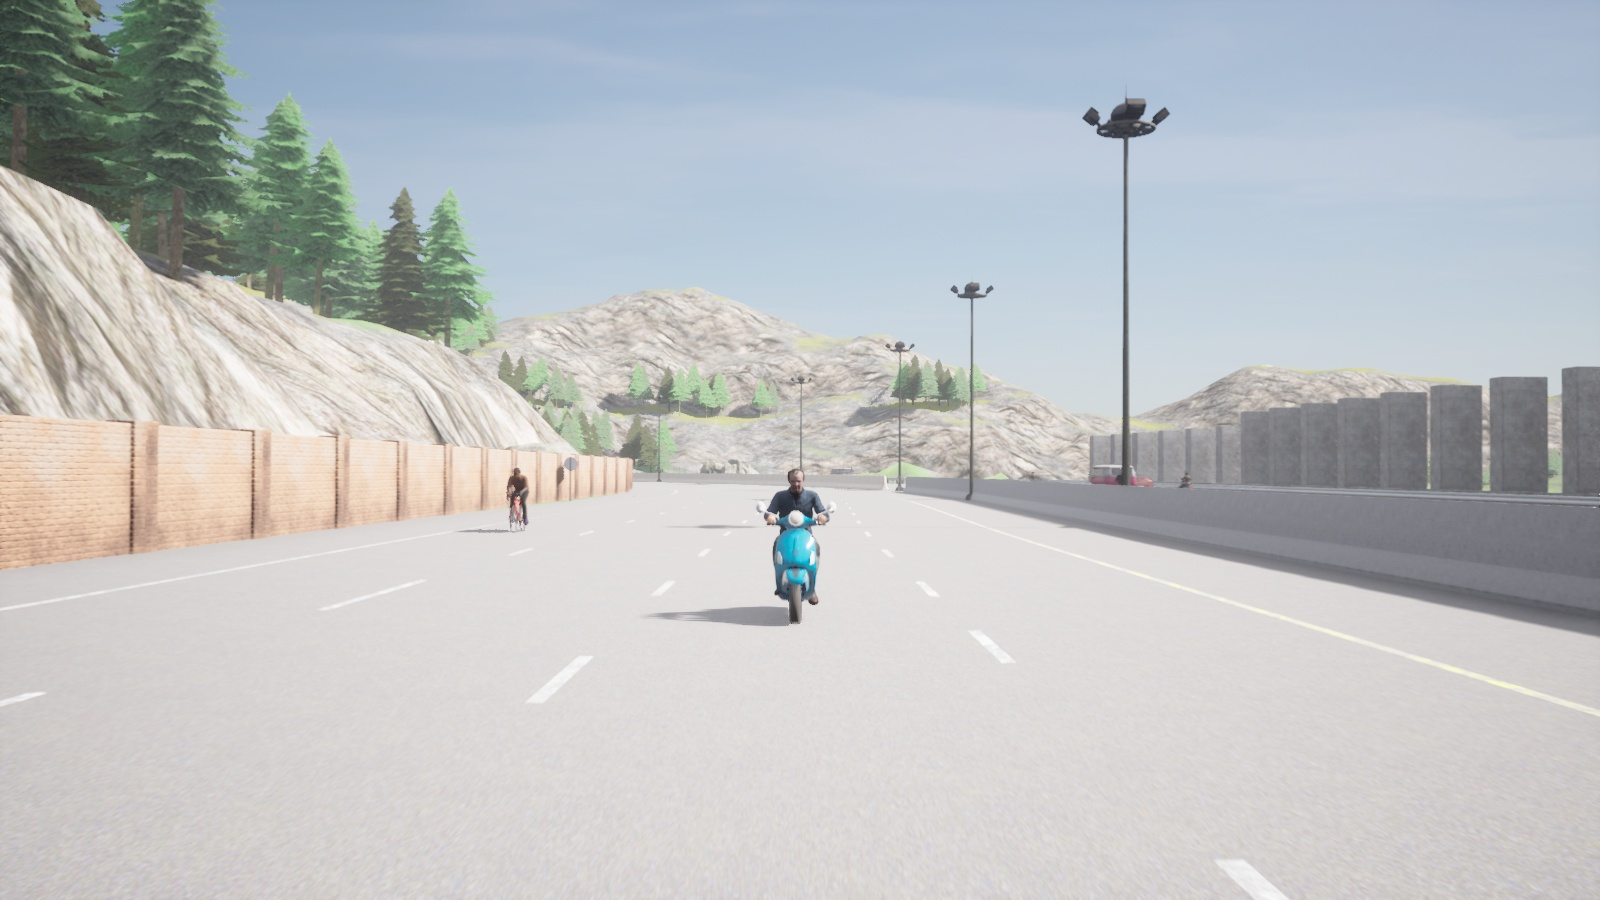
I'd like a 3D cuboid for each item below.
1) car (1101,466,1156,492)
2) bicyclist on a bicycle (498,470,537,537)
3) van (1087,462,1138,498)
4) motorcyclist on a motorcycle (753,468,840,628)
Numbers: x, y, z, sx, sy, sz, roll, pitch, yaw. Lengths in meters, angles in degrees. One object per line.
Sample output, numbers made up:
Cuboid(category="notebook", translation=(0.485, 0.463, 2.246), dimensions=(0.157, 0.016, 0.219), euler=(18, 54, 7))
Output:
Cuboid(category="car", translation=(21.363, 1.877, 81.805), dimensions=(2.152, 1.651, 5.027), euler=(0, -1, -1))
Cuboid(category="bicyclist on a bicycle", translation=(-7.035, 1.320, 31.358), dimensions=(0.582, 1.620, 1.656), euler=(0, -1, 1))
Cuboid(category="van", translation=(17.991, 1.709, 72.521), dimensions=(1.775, 1.987, 4.442), euler=(0, -1, -1))
Cuboid(category="motorcyclist on a motorcycle", translation=(-0.036, 0.994, 13.464), dimensions=(0.866, 1.590, 1.817), euler=(0, -1, 0))
